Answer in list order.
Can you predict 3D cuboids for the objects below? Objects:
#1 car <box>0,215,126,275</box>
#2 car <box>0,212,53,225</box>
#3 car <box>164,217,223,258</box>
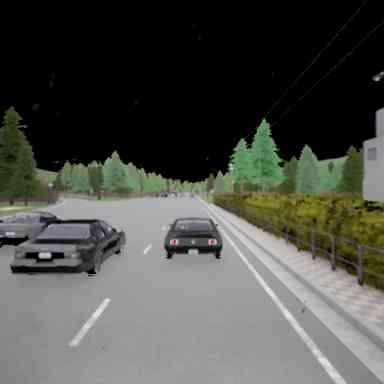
[{"bbox_3d":[-3.454,1.546,10.378,2.033,1.411,5.357,0,0,1],"label":"car"},{"bbox_3d":[-6.925,1.561,14.769,1.994,1.385,4.181,0,0,0],"label":"car"},{"bbox_3d":[0.064,1.599,12.680,1.895,1.301,4.718,0,0,0],"label":"car"}]
